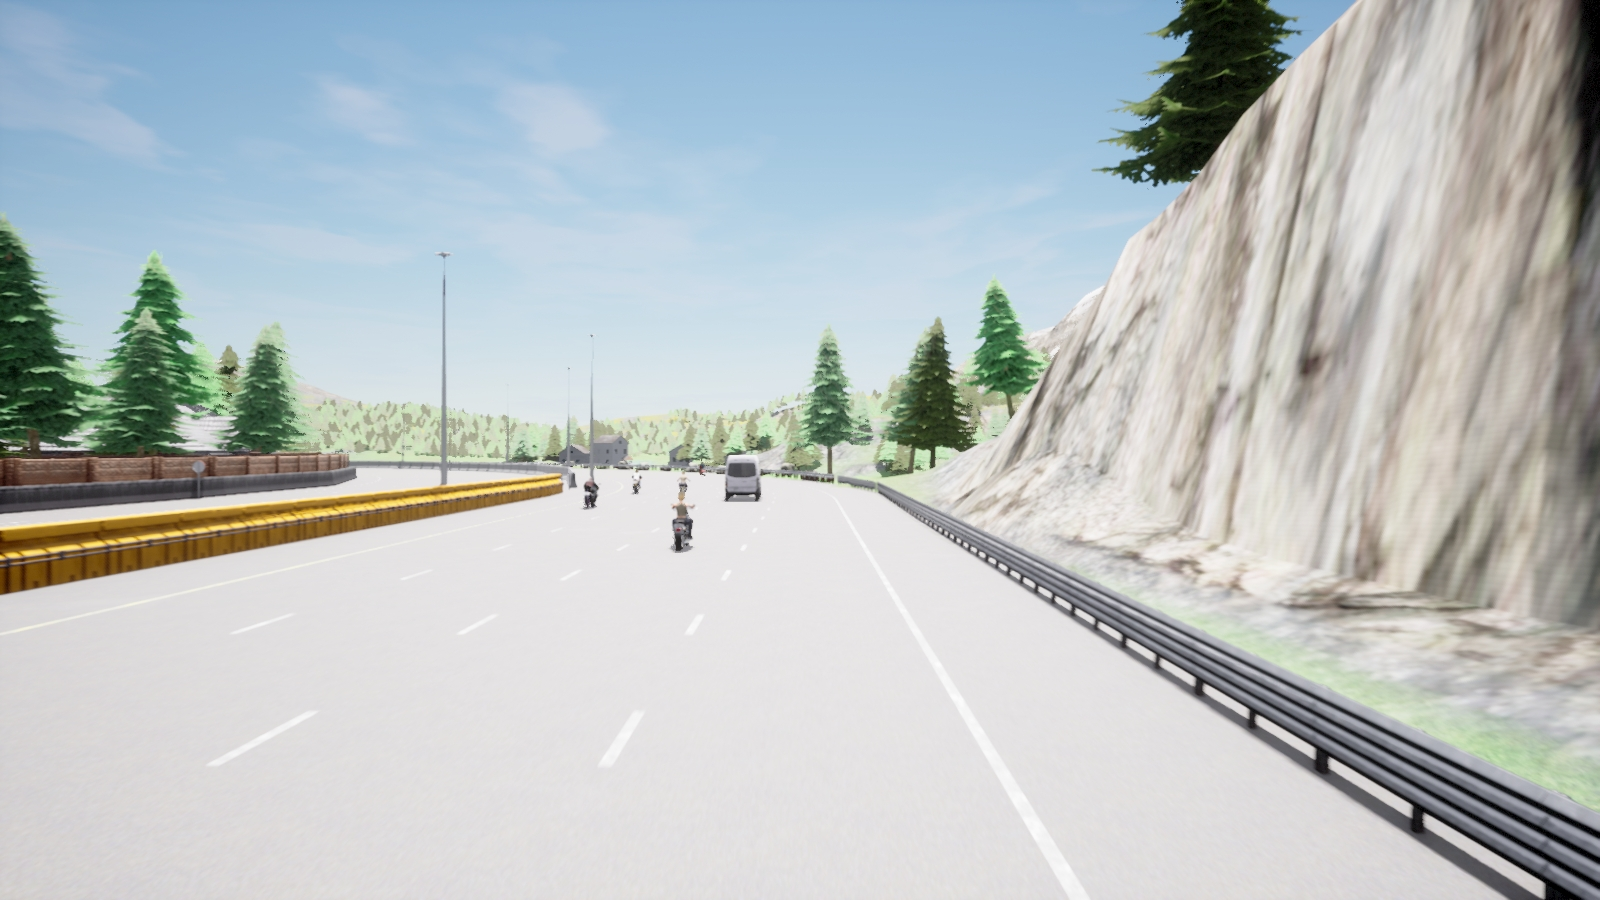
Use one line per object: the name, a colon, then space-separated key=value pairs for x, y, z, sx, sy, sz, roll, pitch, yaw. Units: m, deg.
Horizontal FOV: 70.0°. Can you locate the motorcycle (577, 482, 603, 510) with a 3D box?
motorcycle: x=-10.249 y=2.238 z=55.900 sx=0.867 sy=1.251 sz=2.209 roll=0 pitch=0 yaw=0

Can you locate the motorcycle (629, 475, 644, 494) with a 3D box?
motorcycle: x=-10.593 y=2.221 z=74.104 sx=0.803 sy=1.217 sz=2.033 roll=0 pitch=0 yaw=-3

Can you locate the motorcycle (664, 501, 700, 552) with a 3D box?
motorcycle: x=-3.378 y=2.166 z=32.862 sx=0.764 sy=1.325 sz=2.356 roll=0 pitch=0 yaw=0

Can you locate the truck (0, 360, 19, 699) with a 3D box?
truck: x=-10.495 y=0.896 z=8.978 sx=2.891 sy=3.827 sz=8.468 roll=0 pitch=0 yaw=0

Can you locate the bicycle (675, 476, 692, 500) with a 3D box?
bicycle: x=-6.750 y=2.188 z=66.164 sx=0.859 sy=1.295 sz=1.487 roll=0 pitch=0 yaw=-2

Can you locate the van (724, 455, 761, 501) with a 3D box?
van: x=-3.310 y=1.574 z=66.761 sx=1.988 sy=2.561 sz=5.915 roll=0 pitch=0 yaw=-1
